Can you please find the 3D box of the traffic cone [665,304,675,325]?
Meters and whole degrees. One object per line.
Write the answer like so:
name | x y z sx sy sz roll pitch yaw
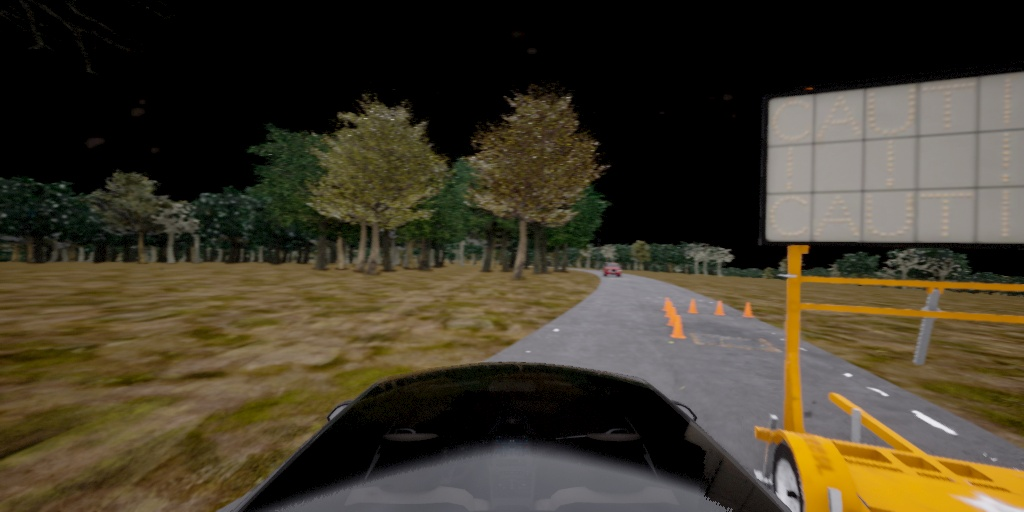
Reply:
traffic cone | 5.294 1.986 11.790 0.340 0.580 0.340 0 0 21

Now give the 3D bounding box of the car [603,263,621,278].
car | 14.418 1.980 51.683 2.150 2.045 5.566 2 -1 11

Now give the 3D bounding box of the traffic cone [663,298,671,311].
traffic cone | 6.004 2.029 13.659 0.340 0.580 0.340 0 0 21

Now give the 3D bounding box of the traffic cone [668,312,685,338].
traffic cone | 4.585 1.943 9.920 0.340 0.580 0.340 0 0 21

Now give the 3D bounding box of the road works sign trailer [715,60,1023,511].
road works sign trailer | 3.293 0.336 2.924 2.380 3.560 2.880 0 0 21

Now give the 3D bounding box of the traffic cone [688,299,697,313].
traffic cone | 7.647 2.098 15.173 0.340 0.580 0.340 0 0 21
